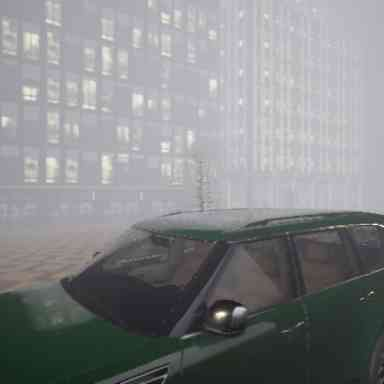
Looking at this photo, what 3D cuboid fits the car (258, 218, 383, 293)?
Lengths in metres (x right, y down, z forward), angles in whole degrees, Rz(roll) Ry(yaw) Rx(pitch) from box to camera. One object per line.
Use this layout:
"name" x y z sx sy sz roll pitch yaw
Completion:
"car" 4.185 1.591 9.563 4.403 1.369 2.008 0 0 -36

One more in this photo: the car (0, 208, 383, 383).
"car" 0.236 1.232 3.425 5.566 2.045 2.150 0 0 -36

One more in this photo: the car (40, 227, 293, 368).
"car" -0.307 1.569 6.348 4.403 1.369 2.008 0 0 -36
